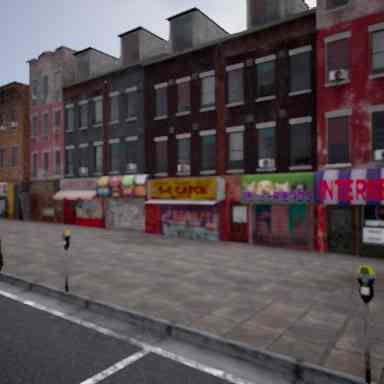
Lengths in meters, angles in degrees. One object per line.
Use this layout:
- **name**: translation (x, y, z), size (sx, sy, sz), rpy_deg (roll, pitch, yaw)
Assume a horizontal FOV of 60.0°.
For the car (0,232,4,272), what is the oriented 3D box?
- **car**: translation (-6.757, 1.175, 8.053), size (5.566, 2.045, 2.150), rpy_deg (0, 0, 36)
